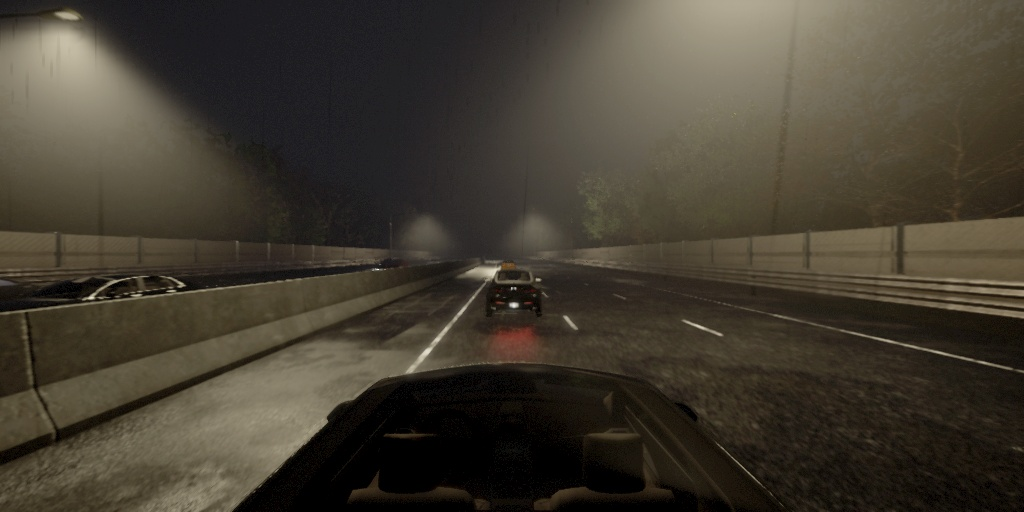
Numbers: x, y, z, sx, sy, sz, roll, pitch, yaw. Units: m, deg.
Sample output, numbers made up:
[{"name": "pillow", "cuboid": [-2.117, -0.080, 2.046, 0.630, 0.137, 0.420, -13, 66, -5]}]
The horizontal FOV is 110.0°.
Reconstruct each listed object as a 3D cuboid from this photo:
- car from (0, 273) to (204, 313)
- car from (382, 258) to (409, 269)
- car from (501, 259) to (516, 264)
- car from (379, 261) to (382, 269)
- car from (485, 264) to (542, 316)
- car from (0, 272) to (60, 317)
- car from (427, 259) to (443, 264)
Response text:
[{"name": "car", "cuboid": [-10.623, 1.238, 9.359, 1.837, 1.490, 4.892, 0, 0, 0]}, {"name": "car", "cuboid": [-14.653, 1.109, 46.160, 1.882, 1.535, 5.008, 0, 0, -1]}, {"name": "car", "cuboid": [-0.432, 1.093, 44.390, 1.801, 1.575, 5.366, 0, 0, -1]}, {"name": "car", "cuboid": [-18.329, 1.113, 53.592, 1.837, 1.490, 4.892, 0, 1, -1]}, {"name": "car", "cuboid": [0.051, 1.224, 13.214, 1.837, 1.490, 4.892, 0, 0, 0]}, {"name": "car", "cuboid": [-17.632, 1.294, 11.108, 1.994, 1.385, 4.181, 0, 0, 0]}, {"name": "car", "cuboid": [-11.308, 1.139, 52.773, 1.812, 1.442, 4.674, 0, 0, -1]}]
